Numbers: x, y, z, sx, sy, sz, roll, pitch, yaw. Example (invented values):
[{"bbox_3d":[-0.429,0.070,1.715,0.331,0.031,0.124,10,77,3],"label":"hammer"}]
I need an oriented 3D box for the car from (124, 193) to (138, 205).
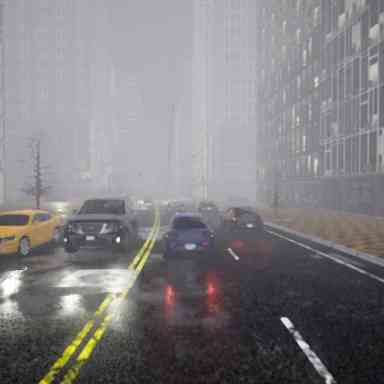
[{"bbox_3d":[-11.554,1.319,63.160,2.150,2.045,5.566,0,0,-6],"label":"car"}]

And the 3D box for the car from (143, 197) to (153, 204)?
[{"bbox_3d":[-8.325,1.581,63.535,2.033,1.411,5.357,0,0,-6],"label":"car"}]

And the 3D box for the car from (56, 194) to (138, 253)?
[{"bbox_3d":[-3.587,1.233,14.105,2.150,2.045,5.566,0,0,-3],"label":"car"}]

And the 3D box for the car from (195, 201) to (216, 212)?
[{"bbox_3d":[1.428,1.573,34.059,1.994,1.385,4.181,0,0,-6],"label":"car"}]

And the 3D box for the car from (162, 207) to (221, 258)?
[{"bbox_3d":[-0.145,1.533,12.736,1.812,1.442,4.674,0,0,-2],"label":"car"}]

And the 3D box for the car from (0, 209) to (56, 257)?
[{"bbox_3d":[-6.826,1.489,13.210,1.882,1.535,5.008,0,0,-2],"label":"car"}]

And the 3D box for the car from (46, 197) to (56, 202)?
[{"bbox_3d":[-28.614,1.482,70.134,4.313,1.339,1.947,0,0,-5],"label":"car"}]

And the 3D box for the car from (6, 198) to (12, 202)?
[{"bbox_3d":[-39.947,1.396,69.235,4.313,1.339,1.947,0,0,-5],"label":"car"}]

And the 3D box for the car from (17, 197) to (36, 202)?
[{"bbox_3d":[-34.280,1.455,69.664,4.206,1.307,1.802,0,0,-5],"label":"car"}]

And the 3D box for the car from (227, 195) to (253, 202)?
[{"bbox_3d":[10.151,1.514,73.729,5.009,1.841,2.192,0,0,-5],"label":"car"}]

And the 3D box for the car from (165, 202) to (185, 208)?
[{"bbox_3d":[-1.653,1.615,32.317,1.895,1.301,4.718,0,0,-6],"label":"car"}]

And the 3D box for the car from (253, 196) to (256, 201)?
[{"bbox_3d":[14.851,1.630,82.562,4.829,1.417,1.752,0,0,-5],"label":"car"}]

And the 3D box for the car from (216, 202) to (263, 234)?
[{"bbox_3d":[2.769,1.532,19.144,1.812,1.442,4.674,0,0,-4],"label":"car"}]
